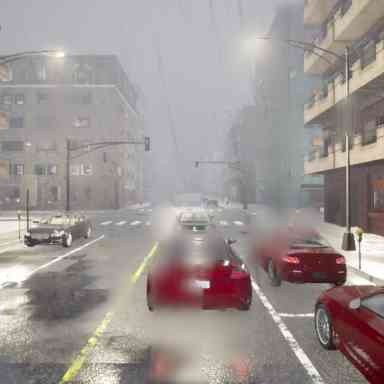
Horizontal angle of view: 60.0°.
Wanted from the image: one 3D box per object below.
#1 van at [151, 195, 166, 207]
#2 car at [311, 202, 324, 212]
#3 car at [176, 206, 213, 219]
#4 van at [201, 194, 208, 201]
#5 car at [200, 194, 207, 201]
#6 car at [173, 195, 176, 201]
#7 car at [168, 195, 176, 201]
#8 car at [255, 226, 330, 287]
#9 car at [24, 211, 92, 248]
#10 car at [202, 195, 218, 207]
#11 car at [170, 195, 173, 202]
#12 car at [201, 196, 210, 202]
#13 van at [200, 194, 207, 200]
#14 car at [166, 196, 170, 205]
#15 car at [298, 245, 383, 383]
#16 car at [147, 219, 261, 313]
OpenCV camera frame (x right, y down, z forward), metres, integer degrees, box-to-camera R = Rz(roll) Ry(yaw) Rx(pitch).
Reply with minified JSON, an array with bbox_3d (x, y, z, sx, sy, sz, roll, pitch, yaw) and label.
[{"bbox_3d":[-5.533,1.349,52.811,1.690,1.788,3.998,1,0,0],"label":"van"},{"bbox_3d":[15.584,1.518,36.901,4.507,1.381,1.887,0,-1,1],"label":"car"},{"bbox_3d":[0.119,1.604,16.560,1.895,1.301,4.718,0,0,0],"label":"car"},{"bbox_3d":[3.173,1.349,86.739,1.690,1.788,3.998,1,0,0],"label":"van"},{"bbox_3d":[3.044,1.558,69.729,2.008,1.369,4.403,1,0,0],"label":"car"},{"bbox_3d":[-5.294,1.575,75.485,1.947,1.339,4.313,1,0,0],"label":"car"},{"bbox_3d":[-5.210,1.554,86.826,1.887,1.381,4.507,1,0,0],"label":"car"},{"bbox_3d":[2.676,1.584,9.019,1.802,1.307,4.206,1,0,0],"label":"car"},{"bbox_3d":[-5.755,1.554,14.766,2.008,1.369,4.403,1,0,0],"label":"car"},{"bbox_3d":[3.014,1.558,51.141,2.008,1.369,4.403,1,0,0],"label":"car"},{"bbox_3d":[-5.376,1.448,64.144,1.967,1.590,4.097,1,0,0],"label":"car"},{"bbox_3d":[3.085,1.590,75.399,1.802,1.307,4.206,1,0,0],"label":"car"},{"bbox_3d":[3.215,1.350,92.409,1.690,1.788,3.998,1,0,0],"label":"van"},{"bbox_3d":[-5.419,1.574,58.473,1.947,1.339,4.313,1,0,0],"label":"car"},{"bbox_3d":[2.671,1.583,3.348,1.802,1.307,4.206,1,0,0],"label":"car"},{"bbox_3d":[0.114,1.566,7.743,1.994,1.385,4.181,0,0,-1],"label":"car"}]
